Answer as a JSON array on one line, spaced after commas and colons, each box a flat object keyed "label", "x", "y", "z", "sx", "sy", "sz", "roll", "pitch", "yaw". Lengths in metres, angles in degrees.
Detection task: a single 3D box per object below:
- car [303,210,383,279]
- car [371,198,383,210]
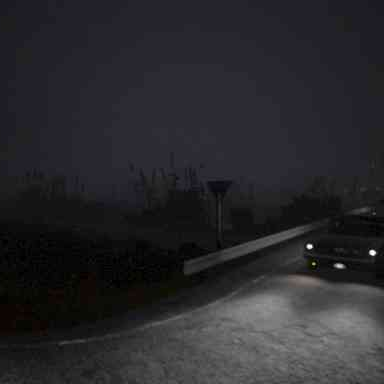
[{"label": "car", "x": 4.897, "y": 1.441, "z": 9.877, "sx": 1.895, "sy": 1.301, "sz": 4.718, "roll": 0, "pitch": 1, "yaw": 37}, {"label": "car", "x": 11.068, "y": 1.031, "z": 18.115, "sx": 2.128, "sy": 1.511, "sz": 4.902, "roll": 0, "pitch": 2, "yaw": 37}]
